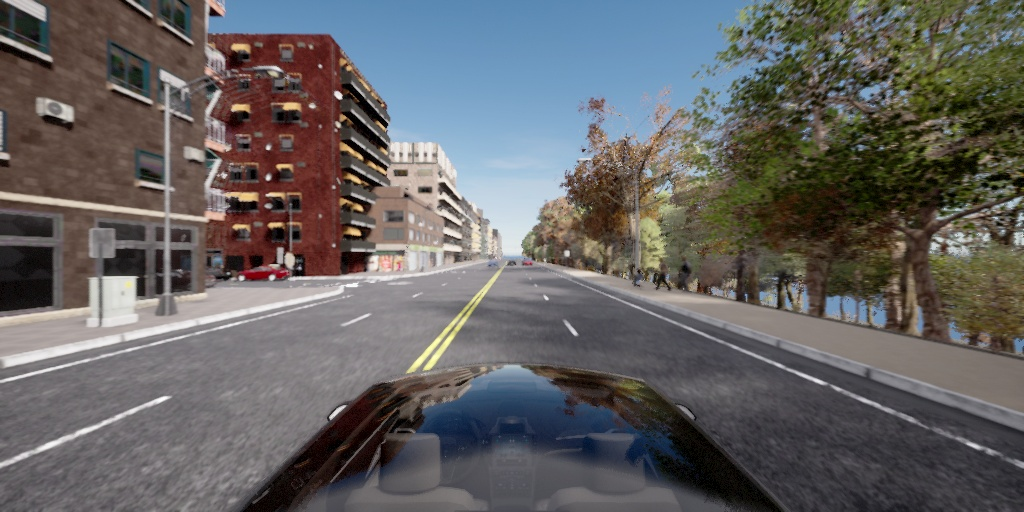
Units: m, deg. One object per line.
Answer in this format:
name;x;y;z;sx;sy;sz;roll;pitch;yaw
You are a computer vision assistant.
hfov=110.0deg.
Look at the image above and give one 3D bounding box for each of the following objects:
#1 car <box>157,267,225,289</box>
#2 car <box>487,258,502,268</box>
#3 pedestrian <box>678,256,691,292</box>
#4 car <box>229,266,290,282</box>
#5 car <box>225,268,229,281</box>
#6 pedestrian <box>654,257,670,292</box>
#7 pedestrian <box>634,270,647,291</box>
car;-22.788;1.612;24.697;4.207;1.307;1.802;0;0;0
car;-3.258;1.312;63.097;2.033;1.411;5.357;0;0;0
pedestrian;8.682;0.892;17.876;0.375;1.860;0.375;0;0;0
car;-22.836;1.578;33.045;4.507;1.381;1.888;0;0;0
car;-28.157;1.669;33.013;4.313;1.339;1.948;0;0;0
pedestrian;7.736;0.893;18.504;0.375;1.860;0.375;0;0;0
pedestrian;6.792;0.893;19.076;0.375;1.860;0.375;0;0;0
